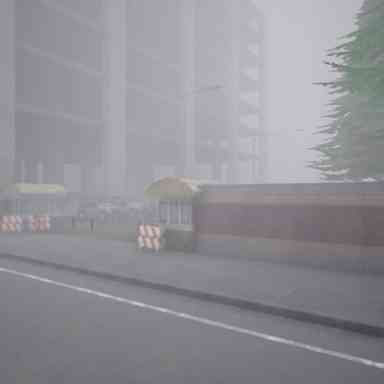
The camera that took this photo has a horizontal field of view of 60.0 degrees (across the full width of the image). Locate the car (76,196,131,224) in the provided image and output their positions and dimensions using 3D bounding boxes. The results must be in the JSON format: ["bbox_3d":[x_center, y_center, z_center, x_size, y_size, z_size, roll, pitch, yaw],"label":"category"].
[{"bbox_3d":[-6.732,1.252,24.386,3.866,1.878,1.905,0,0,35],"label":"car"}]

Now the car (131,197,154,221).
[{"bbox_3d":[-5.049,1.252,26.798,3.866,1.878,1.905,0,0,35],"label":"car"}]
